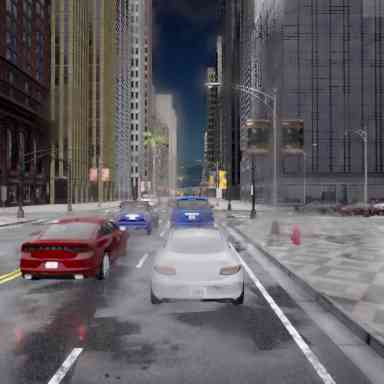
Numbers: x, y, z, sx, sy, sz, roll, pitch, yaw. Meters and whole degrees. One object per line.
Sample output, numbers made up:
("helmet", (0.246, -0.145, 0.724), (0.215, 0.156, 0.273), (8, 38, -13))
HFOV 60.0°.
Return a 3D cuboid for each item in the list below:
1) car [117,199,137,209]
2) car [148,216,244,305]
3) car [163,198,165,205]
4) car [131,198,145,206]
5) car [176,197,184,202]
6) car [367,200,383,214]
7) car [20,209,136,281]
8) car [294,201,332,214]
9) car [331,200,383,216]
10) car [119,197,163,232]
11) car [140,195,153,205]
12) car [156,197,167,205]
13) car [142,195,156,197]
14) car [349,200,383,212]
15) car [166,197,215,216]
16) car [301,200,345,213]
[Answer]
("car", (-9.830, 1.778, 50.855), (2.033, 1.411, 5.357), (0, 0, 0))
("car", (0.102, 1.534, 8.003), (1.812, 1.442, 4.674), (0, 0, 0))
("car", (-6.550, 1.805, 60.610), (1.837, 1.490, 4.892), (0, 0, 1))
("car", (-9.798, 1.827, 60.765), (1.812, 1.442, 4.674), (0, 0, 1))
("car", (-3.219, 2.096, 90.474), (1.994, 1.385, 4.181), (0, 0, 0))
("car", (21.763, 1.568, 35.968), (4.674, 1.442, 1.812), (0, -1, -1))
("car", (-3.148, 1.490, 9.956), (1.882, 1.535, 5.008), (0, 0, 0))
("car", (13.210, 1.635, 35.840), (4.181, 1.385, 1.994), (0, -1, -1))
("car", (15.325, 1.577, 30.101), (4.206, 1.307, 1.802), (0, 0, -1))
("car", (-3.142, 1.395, 19.699), (2.097, 1.767, 4.553), (0, 0, 0))
("car", (-9.726, 1.609, 71.339), (2.150, 2.045, 5.566), (0, 0, 0))
("car", (-6.476, 1.902, 70.568), (1.812, 1.442, 4.674), (0, 0, 0))
("car", (-6.582, 1.452, 50.898), (2.150, 2.045, 5.566), (0, 0, 0))
("car", (20.837, 1.643, 38.710), (4.313, 1.339, 1.947), (0, 0, -1))
("car", (0.033, 1.259, 17.826), (2.150, 2.045, 5.566), (0, 0, 1))
("car", (15.197, 1.662, 38.624), (4.313, 1.339, 1.947), (0, 0, -1))
